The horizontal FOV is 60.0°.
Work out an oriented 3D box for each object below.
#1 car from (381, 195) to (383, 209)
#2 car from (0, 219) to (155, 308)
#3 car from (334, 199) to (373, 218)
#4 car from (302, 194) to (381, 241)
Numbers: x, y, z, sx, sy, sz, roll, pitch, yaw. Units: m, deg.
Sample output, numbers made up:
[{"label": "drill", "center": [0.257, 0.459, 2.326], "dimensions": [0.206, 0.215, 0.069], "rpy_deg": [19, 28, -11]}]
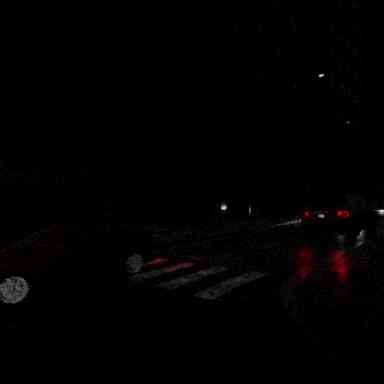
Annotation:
[{"label": "car", "center": [25.548, 1.022, 42.399], "dimensions": [2.150, 2.045, 5.566], "rpy_deg": [-2, -1, 40]}, {"label": "car", "center": [-3.179, 1.510, 8.369], "dimensions": [1.882, 1.535, 5.008], "rpy_deg": [-2, -1, 40]}, {"label": "car", "center": [14.144, 1.377, 28.970], "dimensions": [1.837, 1.490, 4.892], "rpy_deg": [-2, -1, 40]}, {"label": "car", "center": [7.241, 1.099, 16.190], "dimensions": [2.150, 2.045, 5.566], "rpy_deg": [-2, -1, 40]}]
